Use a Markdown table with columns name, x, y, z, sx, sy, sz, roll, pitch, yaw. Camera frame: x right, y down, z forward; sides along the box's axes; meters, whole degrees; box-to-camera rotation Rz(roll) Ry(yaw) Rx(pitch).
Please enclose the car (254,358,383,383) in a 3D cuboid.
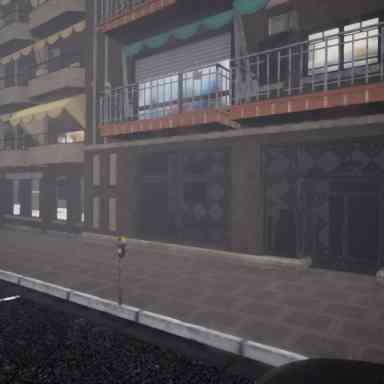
| name | x | y | z | sx | sy | sz | roll | pitch | yaw |
| --- | --- | --- | --- | --- | --- | --- | --- | --- | --- |
| car | 2.147 | 1.551 | 1.326 | 4.403 | 1.369 | 2.008 | 0 | 1 | 36 |
